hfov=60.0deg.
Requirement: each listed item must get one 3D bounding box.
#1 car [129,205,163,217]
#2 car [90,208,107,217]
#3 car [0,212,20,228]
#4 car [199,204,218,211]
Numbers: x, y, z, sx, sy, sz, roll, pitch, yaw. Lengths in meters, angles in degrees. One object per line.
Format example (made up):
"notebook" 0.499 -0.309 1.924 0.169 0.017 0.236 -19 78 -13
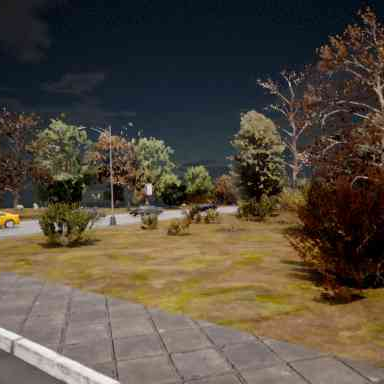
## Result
"car" -6.083 2.510 44.875 2.033 1.411 5.357 -3 -2 32
"car" -11.724 2.459 35.903 2.033 1.411 5.357 -3 -2 32
"car" -17.053 2.368 27.665 1.882 1.535 5.008 -3 -2 33
"car" 2.249 2.462 51.249 1.895 1.301 4.718 -3 -2 32
